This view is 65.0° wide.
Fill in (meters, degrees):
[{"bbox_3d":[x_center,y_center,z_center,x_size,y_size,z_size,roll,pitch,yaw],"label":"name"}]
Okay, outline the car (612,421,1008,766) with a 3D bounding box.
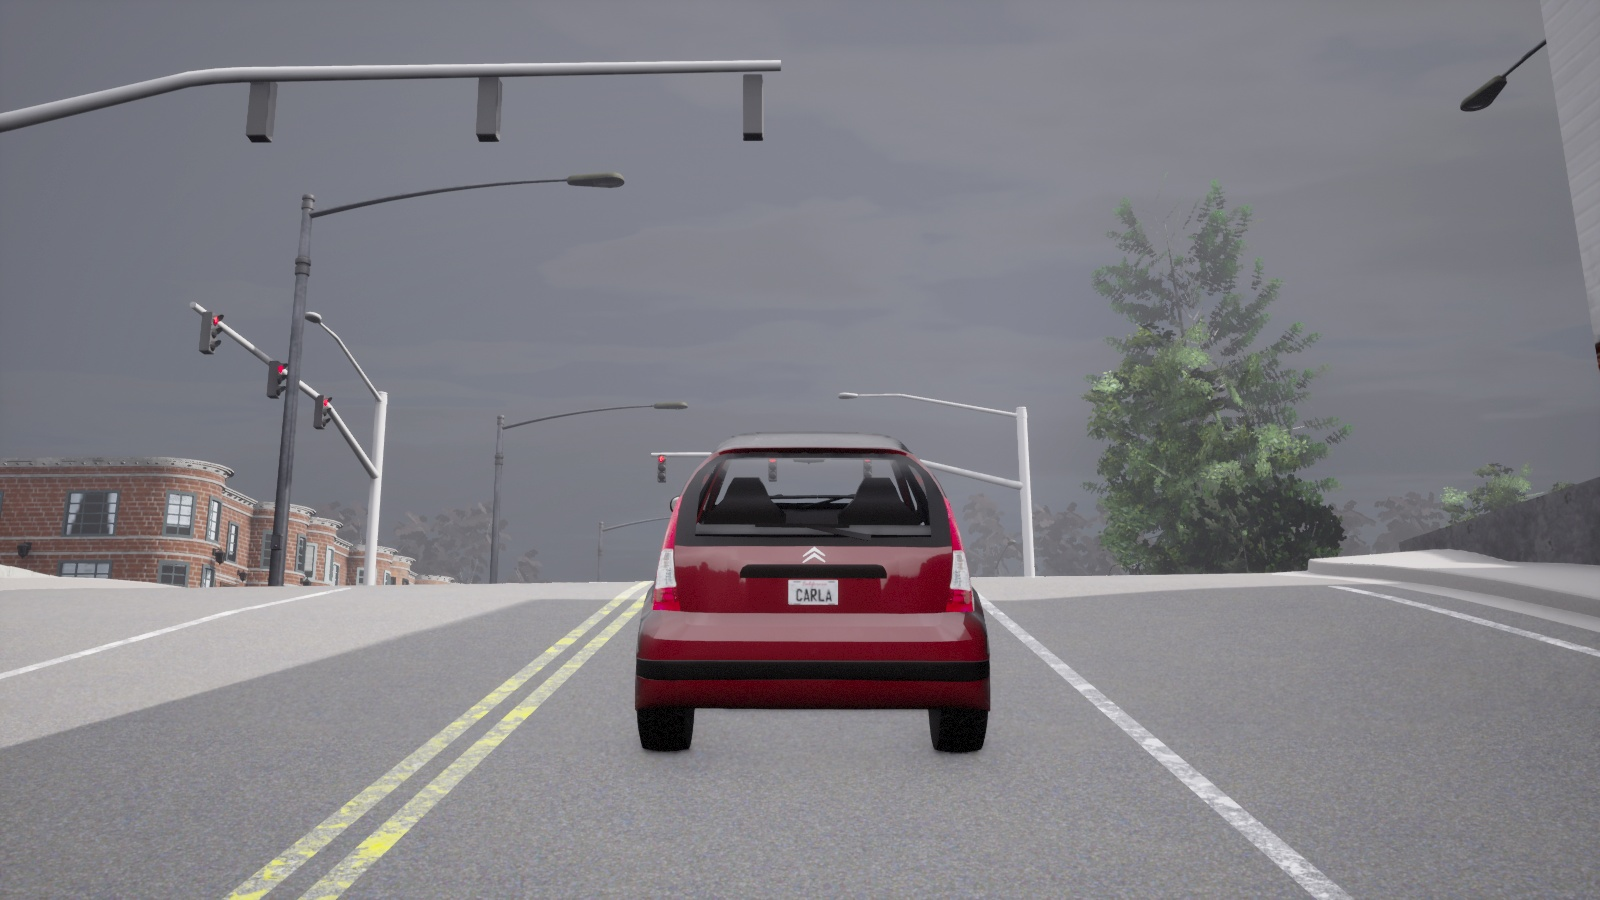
[{"bbox_3d":[0.050,0.677,7.902,1.851,1.617,3.988,0,0,0],"label":"car"}]
